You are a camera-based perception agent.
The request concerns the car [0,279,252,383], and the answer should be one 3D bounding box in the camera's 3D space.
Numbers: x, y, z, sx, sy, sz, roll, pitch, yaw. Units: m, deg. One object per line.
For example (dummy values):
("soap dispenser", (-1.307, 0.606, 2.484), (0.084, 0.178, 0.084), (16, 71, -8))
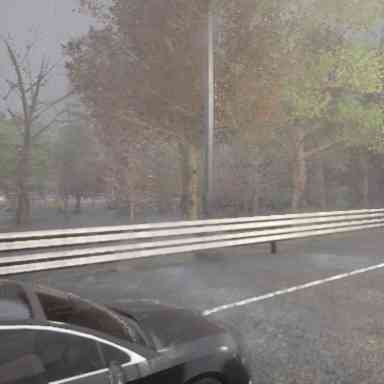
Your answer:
("car", (-1.650, 1.501, 2.567), (4.892, 1.490, 1.837), (1, -1, -36))
